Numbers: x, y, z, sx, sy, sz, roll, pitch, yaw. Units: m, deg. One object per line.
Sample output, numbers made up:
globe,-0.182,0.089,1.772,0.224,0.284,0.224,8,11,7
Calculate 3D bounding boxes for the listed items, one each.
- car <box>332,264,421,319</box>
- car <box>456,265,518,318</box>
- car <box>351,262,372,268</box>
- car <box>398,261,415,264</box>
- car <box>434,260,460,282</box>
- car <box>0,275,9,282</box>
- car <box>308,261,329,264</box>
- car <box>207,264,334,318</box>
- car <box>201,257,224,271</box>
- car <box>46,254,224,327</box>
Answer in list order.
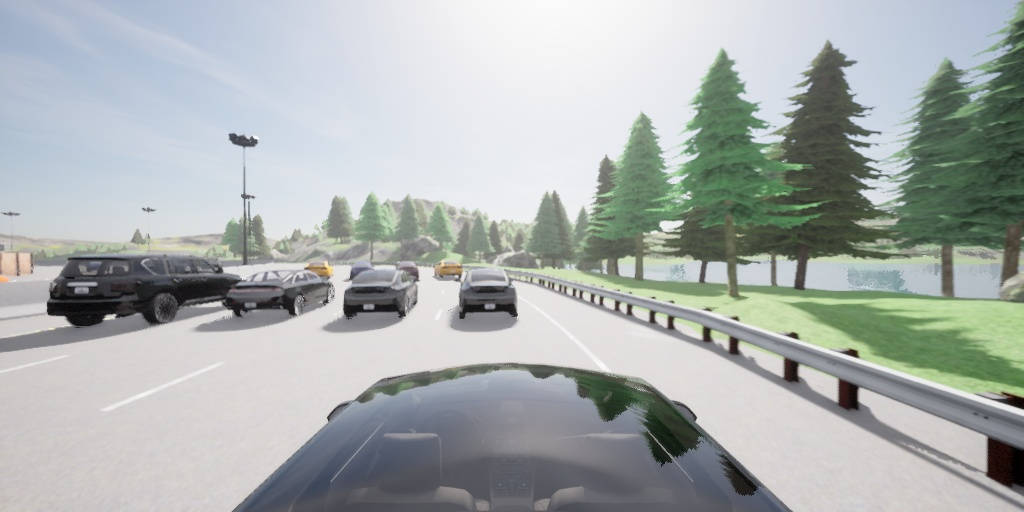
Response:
car,-4.489,1.222,12.801,1.837,1.490,4.892,0,0,-8
car,-0.959,1.205,12.782,1.837,1.490,4.892,0,0,-8
car,-12.637,1.195,30.405,1.812,1.442,4.674,0,0,-20
car,-9.063,1.176,30.853,1.812,1.442,4.674,0,0,-20
car,-5.687,1.107,31.752,1.882,1.535,5.008,0,0,-20
car,-22.486,1.151,13.539,2.097,1.767,4.553,0,0,-11
car,-16.399,1.164,30.525,1.882,1.535,5.008,0,0,-21
car,-8.045,1.225,12.968,2.128,1.511,4.902,0,0,-8
car,-41.385,1.070,49.546,2.097,1.767,4.553,-1,0,-44
car,-11.337,0.973,11.791,2.150,2.045,5.566,0,0,-8
